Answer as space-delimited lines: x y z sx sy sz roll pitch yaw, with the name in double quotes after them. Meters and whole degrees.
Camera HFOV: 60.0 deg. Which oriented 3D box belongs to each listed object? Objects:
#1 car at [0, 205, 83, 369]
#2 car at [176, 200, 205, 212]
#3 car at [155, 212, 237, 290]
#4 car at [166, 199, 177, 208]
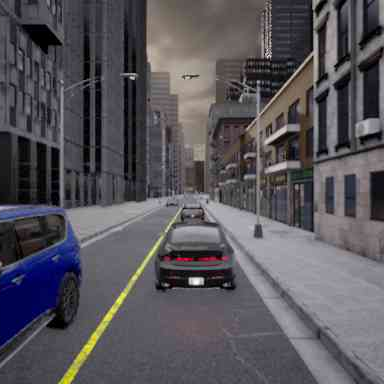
-3.106 1.234 4.072 2.150 2.045 5.566 0 0 0 "car"
0.060 1.588 27.129 2.128 1.511 4.902 0 0 0 "car"
0.088 1.535 9.109 1.837 1.490 4.892 0 0 0 "car"
-3.087 1.765 53.491 1.994 1.385 4.181 0 0 0 "car"
